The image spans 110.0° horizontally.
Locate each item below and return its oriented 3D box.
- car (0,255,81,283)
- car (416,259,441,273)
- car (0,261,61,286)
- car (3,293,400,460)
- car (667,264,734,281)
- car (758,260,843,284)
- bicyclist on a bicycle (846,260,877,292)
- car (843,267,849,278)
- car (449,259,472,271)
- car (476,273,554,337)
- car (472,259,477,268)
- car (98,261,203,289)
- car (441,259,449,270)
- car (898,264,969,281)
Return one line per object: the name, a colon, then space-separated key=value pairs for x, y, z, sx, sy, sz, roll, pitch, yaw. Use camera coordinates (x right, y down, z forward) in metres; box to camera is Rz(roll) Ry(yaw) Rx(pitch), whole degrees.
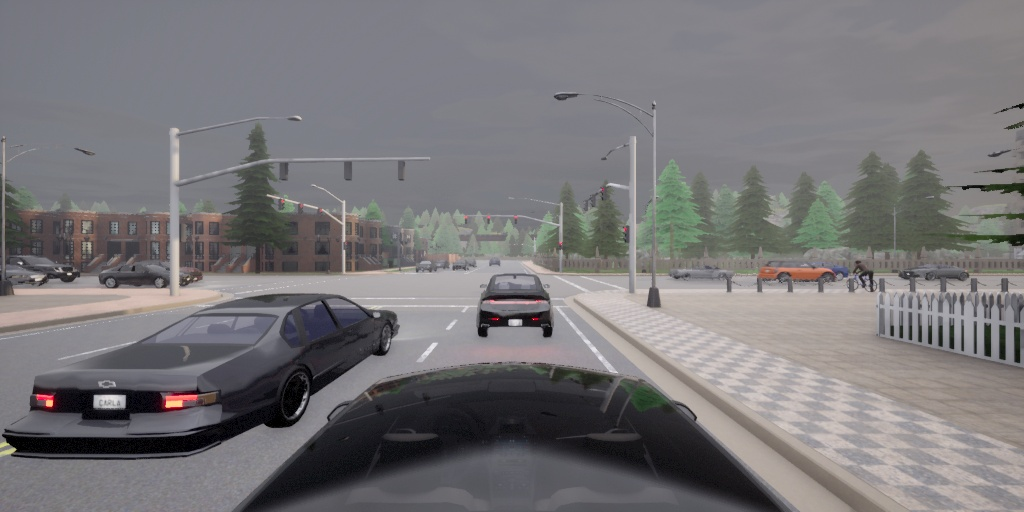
car: x=-35.167 y=0.971 z=25.963 sx=5.566 sy=2.045 sz=2.150 roll=0 pitch=0 yaw=-6
car: x=-10.577 y=1.276 z=44.577 sx=1.812 sy=1.442 sz=4.674 roll=0 pitch=0 yaw=0
car: x=-32.550 y=1.242 z=22.636 sx=4.902 sy=1.511 sz=2.128 roll=0 pitch=0 yaw=-4
car: x=-3.436 y=1.297 z=5.589 sx=2.033 sy=1.411 sz=5.357 roll=0 pitch=0 yaw=0
car: x=15.567 y=1.351 z=29.728 sx=4.718 sy=1.301 sz=1.895 roll=0 pitch=0 yaw=0
car: x=20.644 y=1.102 z=26.028 sx=4.553 sy=1.767 sz=2.097 roll=0 pitch=0 yaw=0
bicyclist on a bicycle: x=18.252 y=1.052 z=18.742 sx=0.582 sy=1.620 sz=1.656 roll=0 pitch=0 yaw=0
car: x=24.859 y=1.228 z=29.715 sx=5.008 sy=1.535 sz=1.882 roll=0 pitch=0 yaw=0
car: x=-7.086 y=1.255 z=49.996 sx=1.837 sy=1.490 sz=4.892 roll=0 pitch=0 yaw=0
car: x=0.083 y=1.242 z=10.257 sx=2.128 sy=1.511 sz=4.902 roll=0 pitch=0 yaw=0
car: x=-7.047 y=1.256 z=60.261 sx=1.837 sy=1.490 sz=4.892 roll=0 pitch=0 yaw=0
car: x=-23.185 y=1.255 z=22.875 sx=4.892 sy=1.490 sz=1.837 roll=0 pitch=0 yaw=-3
car: x=-10.580 y=1.241 z=53.685 sx=2.128 sy=1.511 sz=4.902 roll=0 pitch=0 yaw=0
car: x=34.833 y=1.314 z=29.692 sx=4.181 sy=1.385 sz=1.994 roll=0 pitch=0 yaw=1
